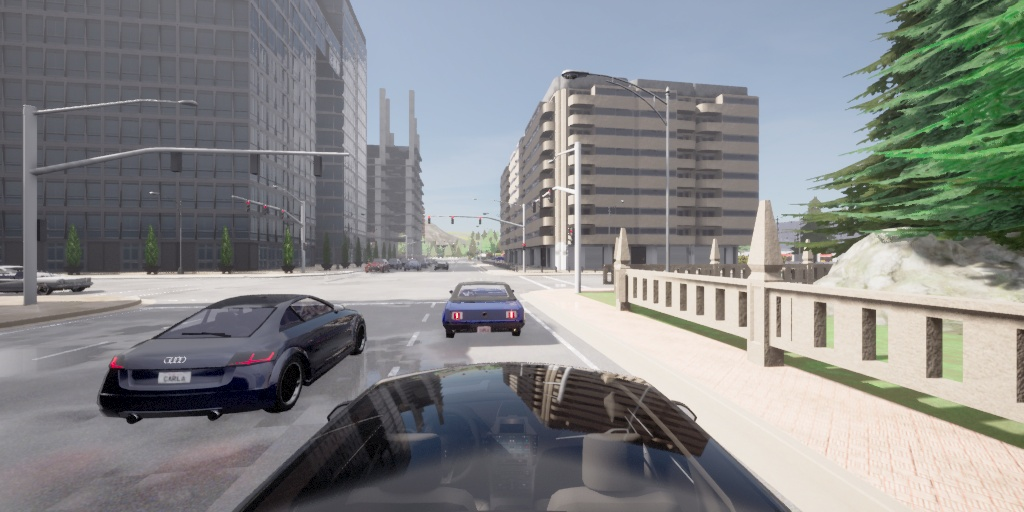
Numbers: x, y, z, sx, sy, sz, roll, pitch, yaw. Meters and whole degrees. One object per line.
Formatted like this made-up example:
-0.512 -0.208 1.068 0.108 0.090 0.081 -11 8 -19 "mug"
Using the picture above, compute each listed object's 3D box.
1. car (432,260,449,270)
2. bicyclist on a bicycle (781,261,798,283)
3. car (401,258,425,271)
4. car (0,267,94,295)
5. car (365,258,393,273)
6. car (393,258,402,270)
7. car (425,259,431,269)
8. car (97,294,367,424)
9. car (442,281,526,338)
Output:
-10.011 1.351 51.499 1.895 1.301 4.718 0 0 -8 "car"
16.443 1.106 21.578 0.582 1.620 1.656 0 0 -8 "bicyclist on a bicycle"
-13.316 1.276 48.372 1.812 1.442 4.674 0 0 -8 "car"
-25.889 1.406 19.223 4.718 1.301 1.895 0 0 -7 "car"
-16.162 1.102 43.276 2.097 1.767 4.553 0 0 -8 "car"
-17.362 1.102 52.046 2.097 1.767 4.553 0 0 -8 "car"
-14.435 1.102 56.420 2.097 1.767 4.553 0 0 -8 "car"
-3.928 1.314 5.963 1.994 1.385 4.181 0 0 -6 "car"
-0.847 1.351 10.200 1.895 1.301 4.718 0 0 -6 "car"
